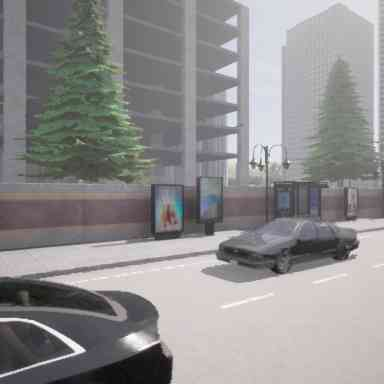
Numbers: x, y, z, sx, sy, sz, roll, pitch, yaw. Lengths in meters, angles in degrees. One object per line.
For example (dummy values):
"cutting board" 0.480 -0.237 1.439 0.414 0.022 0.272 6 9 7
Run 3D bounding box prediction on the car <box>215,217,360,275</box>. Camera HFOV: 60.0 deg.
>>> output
"car" 3.304 1.547 10.713 5.357 1.411 2.033 0 0 -36

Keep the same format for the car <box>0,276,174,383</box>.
"car" -2.438 1.505 2.229 4.892 1.490 1.837 0 0 -36
